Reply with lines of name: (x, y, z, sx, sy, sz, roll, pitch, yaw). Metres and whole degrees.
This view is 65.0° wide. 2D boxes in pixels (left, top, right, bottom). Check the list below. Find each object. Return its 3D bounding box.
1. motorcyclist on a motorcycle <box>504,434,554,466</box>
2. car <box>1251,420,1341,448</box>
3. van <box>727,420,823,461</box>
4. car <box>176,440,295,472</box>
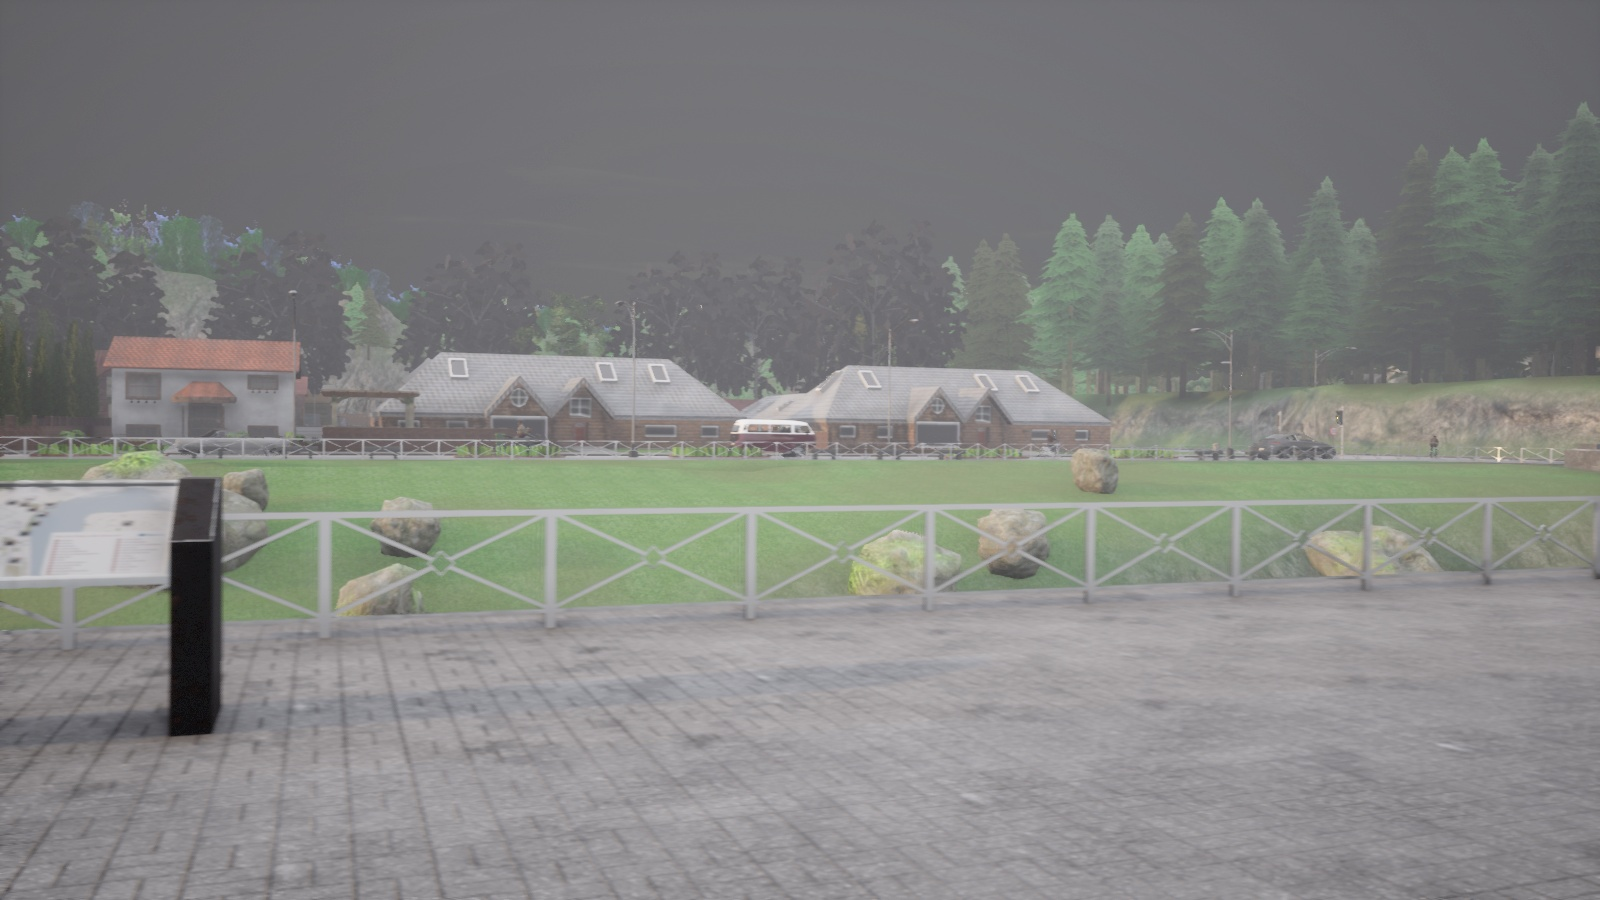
motorcyclist on a motorcycle: (-13.059, -0.010, 60.493, 2.191, 1.530, 0.866, -1, 1, -21)
car: (30.399, -1.004, 76.978, 5.027, 1.651, 2.152, -1, 1, -21)
van: (-1.304, -0.521, 64.949, 4.480, 2.038, 2.069, -1, 1, -21)
car: (-25.058, 0.259, 55.942, 4.718, 1.301, 1.895, -1, 1, -21)
